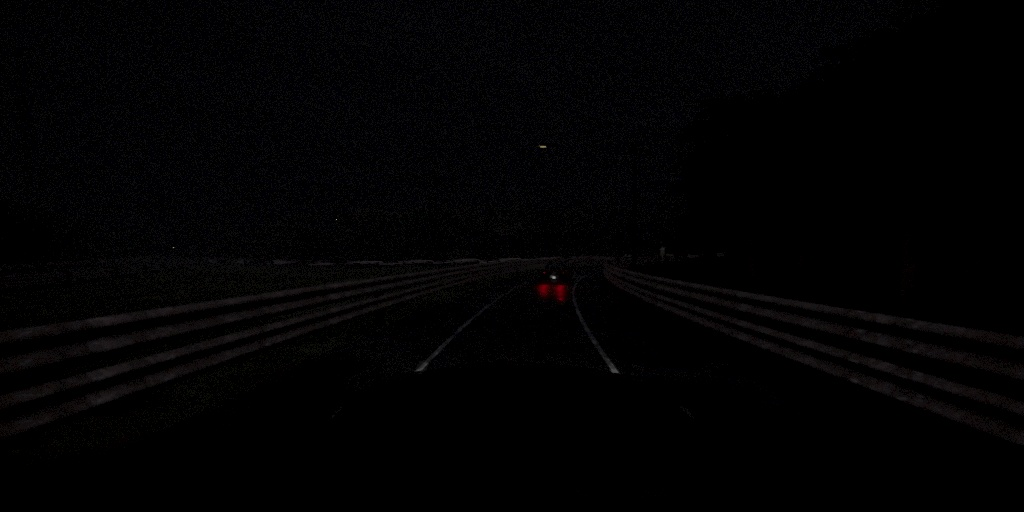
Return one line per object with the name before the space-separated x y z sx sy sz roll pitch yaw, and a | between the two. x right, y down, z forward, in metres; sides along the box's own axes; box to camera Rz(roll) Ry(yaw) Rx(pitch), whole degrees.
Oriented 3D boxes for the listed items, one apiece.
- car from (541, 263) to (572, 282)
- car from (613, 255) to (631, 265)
car | 3.453 1.171 26.909 1.895 1.301 4.718 0 1 14
car | 18.208 0.573 58.979 2.097 1.767 4.553 1 1 34
